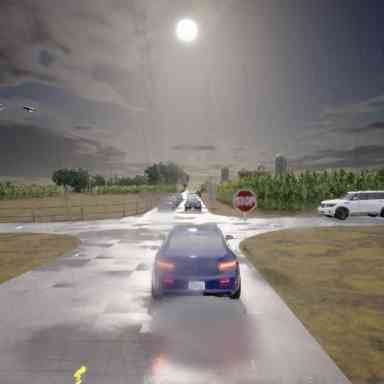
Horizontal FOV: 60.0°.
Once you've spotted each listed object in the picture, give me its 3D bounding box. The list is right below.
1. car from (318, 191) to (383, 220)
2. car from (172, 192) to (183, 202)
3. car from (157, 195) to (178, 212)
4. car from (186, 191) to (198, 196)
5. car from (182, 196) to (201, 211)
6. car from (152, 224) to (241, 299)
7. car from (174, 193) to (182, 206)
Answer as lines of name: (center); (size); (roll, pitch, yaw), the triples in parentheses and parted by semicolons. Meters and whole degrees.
car: (12.349, 0.936, 24.651); (5.566, 2.045, 2.150); (-1, 0, 0)
car: (-2.811, 0.978, 66.075); (2.097, 1.767, 4.553); (0, 1, 0)
car: (-2.807, 1.386, 37.147); (1.837, 1.490, 4.892); (0, 0, -2)
car: (-0.030, 0.814, 69.038); (2.150, 2.045, 5.566); (0, 1, 0)
car: (0.105, 1.471, 38.695); (1.895, 1.301, 4.718); (0, 0, 0)
car: (0.089, 1.525, 8.308); (1.812, 1.442, 4.674); (0, 0, 0)
car: (-2.863, 1.288, 46.659); (1.882, 1.535, 5.008); (0, 0, 0)
